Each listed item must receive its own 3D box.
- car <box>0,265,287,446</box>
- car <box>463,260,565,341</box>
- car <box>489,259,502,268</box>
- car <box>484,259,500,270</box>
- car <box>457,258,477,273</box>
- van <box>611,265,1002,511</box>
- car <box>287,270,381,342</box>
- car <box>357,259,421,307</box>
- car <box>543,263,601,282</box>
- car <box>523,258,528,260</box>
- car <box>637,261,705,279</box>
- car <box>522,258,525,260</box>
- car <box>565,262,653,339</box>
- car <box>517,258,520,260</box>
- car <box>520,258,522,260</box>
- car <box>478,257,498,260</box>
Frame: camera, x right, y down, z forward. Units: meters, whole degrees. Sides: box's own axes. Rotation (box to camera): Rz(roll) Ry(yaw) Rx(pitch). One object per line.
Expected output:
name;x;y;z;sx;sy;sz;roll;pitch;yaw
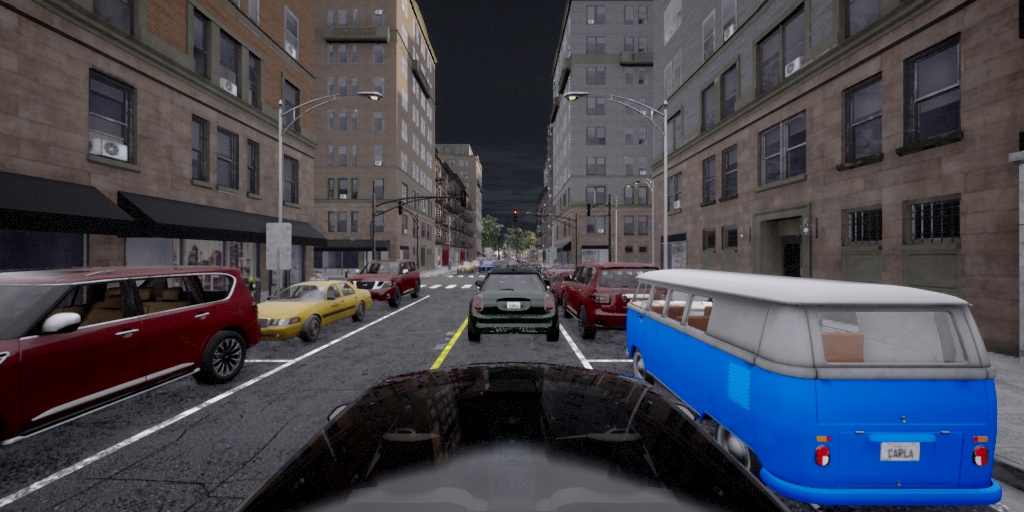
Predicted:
car;-5.401;1.064;4.277;2.192;1.841;5.009;0;0;0
car;0.023;1.101;10.001;2.097;1.767;4.553;0;0;0
car;-2.896;1.311;62.914;1.994;1.385;4.181;0;0;0
car;-2.909;1.238;52.854;2.128;1.511;4.902;0;0;0
car;-5.469;1.272;42.471;1.751;1.417;4.829;0;0;0
van;2.635;1.091;4.285;1.690;1.789;3.998;0;0;0
car;-5.410;1.275;9.784;1.751;1.417;4.829;0;0;0
car;-5.418;1.063;15.633;2.192;1.841;5.009;0;0;0
car;4.554;1.281;27.838;4.181;1.385;1.994;0;0;0
car;2.584;1.297;42.652;2.007;1.370;4.403;0;0;0
car;13.593;1.170;30.811;4.902;1.511;2.128;0;0;0
car;2.576;1.291;48.133;1.888;1.381;4.507;0;0;0
car;2.627;1.064;9.964;2.192;1.841;5.009;0;0;0
car;0.018;1.310;62.887;1.994;1.385;4.181;0;0;0
car;2.569;1.297;53.615;2.007;1.370;4.403;0;0;0
car;-2.898;1.224;42.887;1.882;1.535;5.008;0;0;0
